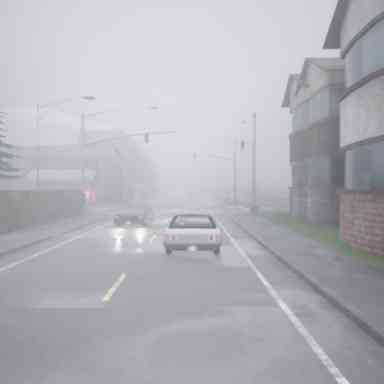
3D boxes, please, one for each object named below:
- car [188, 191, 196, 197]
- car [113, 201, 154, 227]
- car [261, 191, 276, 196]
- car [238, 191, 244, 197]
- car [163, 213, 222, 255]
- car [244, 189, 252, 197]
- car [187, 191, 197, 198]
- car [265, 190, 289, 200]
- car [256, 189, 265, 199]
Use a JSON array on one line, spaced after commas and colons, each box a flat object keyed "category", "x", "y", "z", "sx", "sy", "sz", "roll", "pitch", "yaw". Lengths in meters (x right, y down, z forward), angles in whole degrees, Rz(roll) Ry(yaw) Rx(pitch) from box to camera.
[{"category": "car", "x": -0.001, "y": 0.536, "z": 88.583, "sx": 1.994, "sy": 1.385, "sz": 4.181, "roll": 0, "pitch": 1, "yaw": 0}, {"category": "car", "x": -3.525, "y": 1.309, "z": 21.177, "sx": 2.033, "sy": 1.411, "sz": 5.357, "roll": 0, "pitch": 1, "yaw": 0}, {"category": "car", "x": 21.306, "y": 0.363, "z": 92.364, "sx": 3.806, "sy": 1.475, "sz": 1.970, "roll": 0, "pitch": 1, "yaw": 0}, {"category": "car", "x": 13.749, "y": 0.251, "z": 76.757, "sx": 4.605, "sy": 1.855, "sz": 1.932, "roll": 0, "pitch": 1, "yaw": 0}, {"category": "car", "x": 0.039, "y": 1.458, "z": 12.625, "sx": 1.895, "sy": 1.301, "sz": 4.718, "roll": 0, "pitch": 1, "yaw": 1}, {"category": "car", "x": 14.162, "y": 0.263, "z": 73.851, "sx": 3.866, "sy": 1.878, "sz": 1.905, "roll": 0, "pitch": 1, "yaw": 0}, {"category": "car", "x": -0.001, "y": 0.469, "z": 78.489, "sx": 2.097, "sy": 1.767, "sz": 4.553, "roll": 0, "pitch": 1, "yaw": 0}, {"category": "car", "x": 14.488, "y": 0.634, "z": 54.643, "sx": 3.806, "sy": 1.475, "sz": 1.970, "roll": 0, "pitch": 1, "yaw": 0}, {"category": "car", "x": 14.164, "y": 0.483, "z": 61.059, "sx": 5.027, "sy": 1.636, "sz": 2.152, "roll": 0, "pitch": 1, "yaw": 0}]
